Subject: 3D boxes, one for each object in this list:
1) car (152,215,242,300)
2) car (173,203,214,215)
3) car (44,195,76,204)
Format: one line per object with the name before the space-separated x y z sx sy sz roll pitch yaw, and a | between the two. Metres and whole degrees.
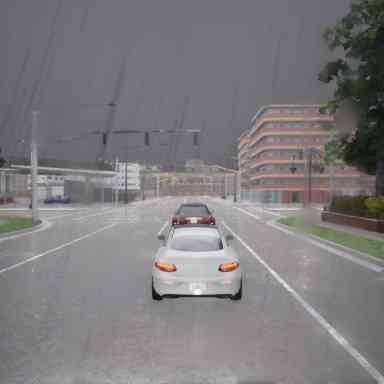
car | 0.095 1.526 8.232 1.812 1.442 4.674 0 0 0
car | 0.081 1.352 17.225 2.097 1.767 4.553 0 0 0
car | -23.380 1.295 57.957 4.611 1.667 2.242 0 0 1
